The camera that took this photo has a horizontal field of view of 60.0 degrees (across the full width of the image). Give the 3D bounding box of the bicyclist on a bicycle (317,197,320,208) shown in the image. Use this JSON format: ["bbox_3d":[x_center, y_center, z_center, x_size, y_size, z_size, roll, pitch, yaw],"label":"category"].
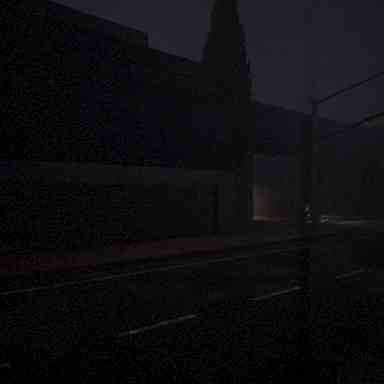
[{"bbox_3d":[16.181,1.303,43.227,1.656,1.620,0.582,0,0,-37],"label":"bicyclist on a bicycle"}]

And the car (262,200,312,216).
[{"bbox_3d":[9.387,1.526,33.132,1.812,1.442,4.674,0,0,-37],"label":"car"}]

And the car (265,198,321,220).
[{"bbox_3d":[8.622,1.352,28.306,2.097,1.767,4.553,0,0,-37],"label":"car"}]
